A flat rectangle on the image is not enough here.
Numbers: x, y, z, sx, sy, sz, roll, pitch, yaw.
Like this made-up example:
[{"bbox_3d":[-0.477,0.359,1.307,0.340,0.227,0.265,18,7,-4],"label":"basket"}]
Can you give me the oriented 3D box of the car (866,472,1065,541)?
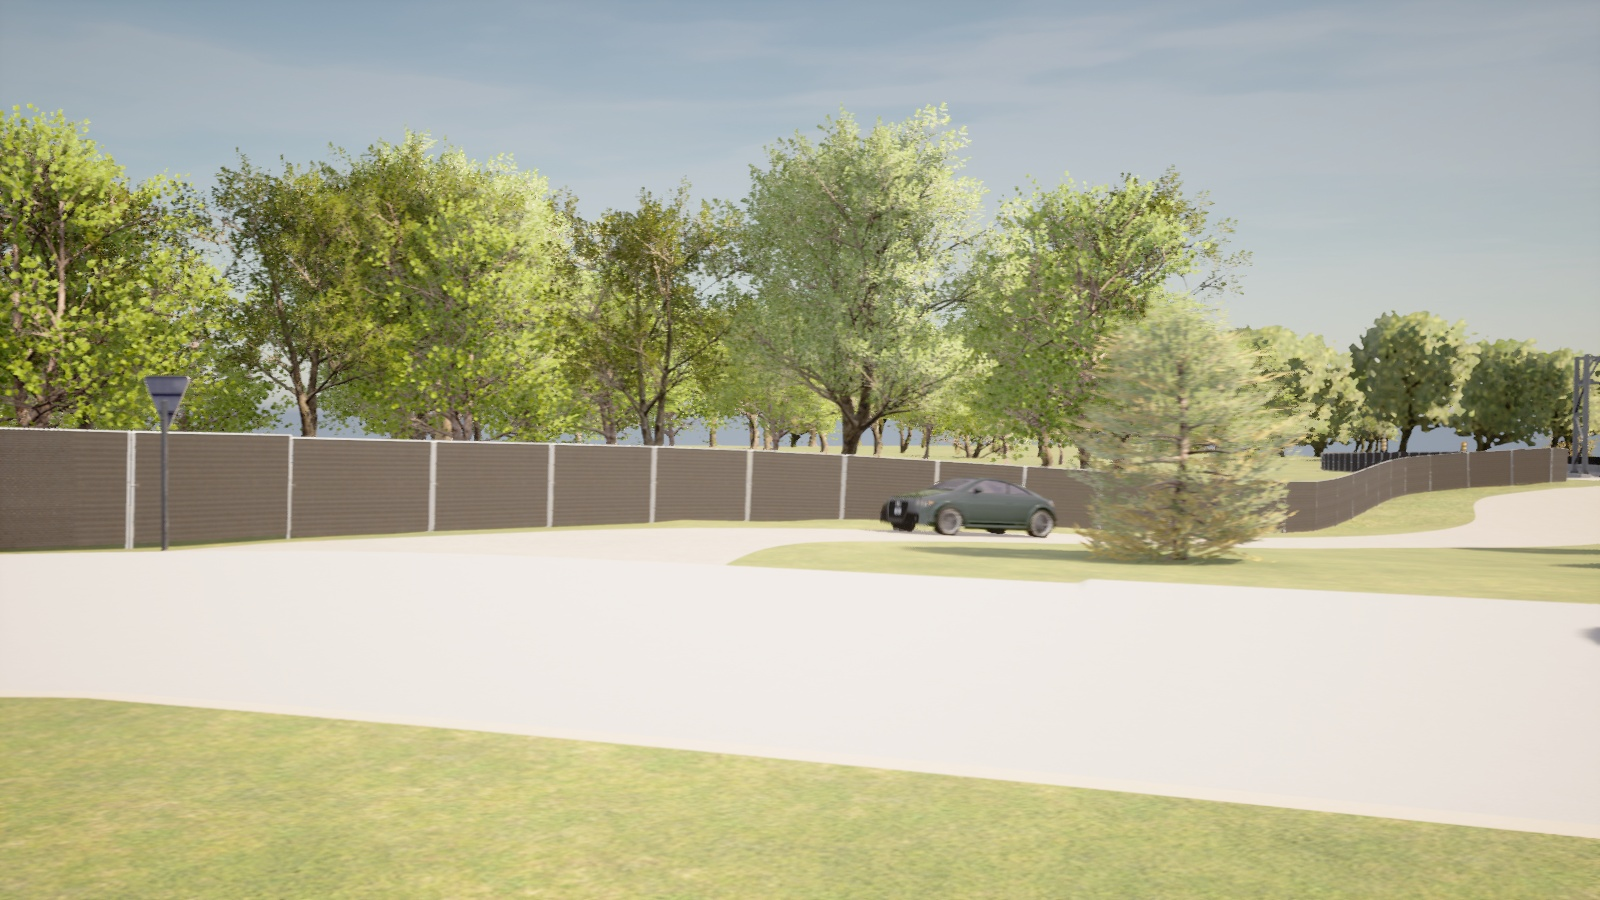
[{"bbox_3d":[3.883,1.338,29.455,4.181,1.385,1.994,4,-2,-28],"label":"car"}]
